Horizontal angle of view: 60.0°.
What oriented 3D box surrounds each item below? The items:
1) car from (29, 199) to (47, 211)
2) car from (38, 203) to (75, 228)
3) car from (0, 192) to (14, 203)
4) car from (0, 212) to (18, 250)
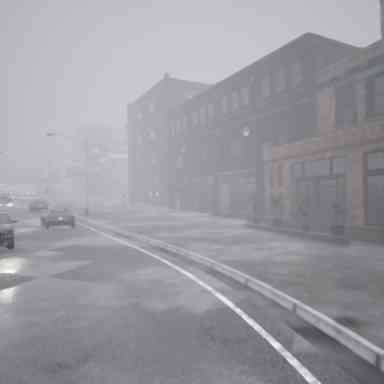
[{"bbox_3d":[-18.213,1.486,39.618,1.994,1.385,4.181,-1,2,-29],"label":"car"},{"bbox_3d":[-9.683,1.743,23.927,1.994,1.385,4.181,-1,0,-28],"label":"car"},{"bbox_3d":[-28.556,0.794,50.966,1.837,1.490,4.892,-1,4,-28],"label":"car"},{"bbox_3d":[-8.923,1.630,14.785,1.882,1.535,5.008,-1,0,-28],"label":"car"}]
